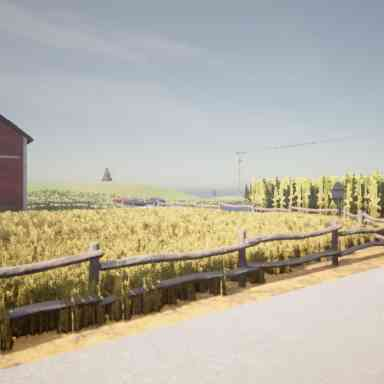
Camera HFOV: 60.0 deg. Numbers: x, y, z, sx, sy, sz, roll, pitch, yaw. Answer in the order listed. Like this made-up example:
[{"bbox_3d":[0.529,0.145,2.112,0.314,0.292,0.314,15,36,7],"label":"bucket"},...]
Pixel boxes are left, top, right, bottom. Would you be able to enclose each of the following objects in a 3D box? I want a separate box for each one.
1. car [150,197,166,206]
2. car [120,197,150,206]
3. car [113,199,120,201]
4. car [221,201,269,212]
[{"bbox_3d":[-5.725,1.525,51.918,1.812,1.442,4.674,0,0,-35],"label":"car"},{"bbox_3d":[-8.659,1.600,50.380,1.895,1.301,4.718,0,0,-35],"label":"car"},{"bbox_3d":[-11.996,1.600,59.721,4.718,1.301,1.895,0,0,33],"label":"car"},{"bbox_3d":[4.772,1.547,31.343,2.033,1.411,5.357,0,0,-35],"label":"car"}]
